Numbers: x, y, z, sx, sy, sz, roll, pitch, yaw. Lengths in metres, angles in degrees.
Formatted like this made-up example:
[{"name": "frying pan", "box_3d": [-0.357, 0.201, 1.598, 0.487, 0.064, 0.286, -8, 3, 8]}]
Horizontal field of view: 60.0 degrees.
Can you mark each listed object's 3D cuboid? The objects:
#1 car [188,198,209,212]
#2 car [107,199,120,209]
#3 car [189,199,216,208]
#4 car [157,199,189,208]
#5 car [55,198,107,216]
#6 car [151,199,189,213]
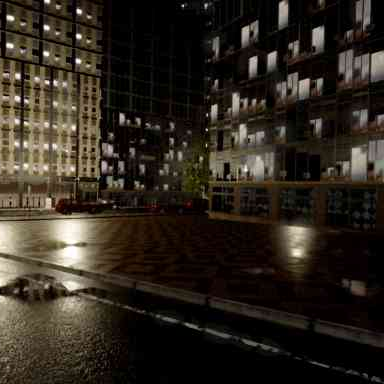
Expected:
[{"name": "car", "box_3d": [1.526, 1.783, 46.419, 5.009, 1.841, 2.192, 1, 1, -34]}, {"name": "car", "box_3d": [-12.283, 1.722, 46.546, 4.403, 1.369, 2.008, 1, 1, -34]}, {"name": "car", "box_3d": [1.768, 1.874, 56.127, 4.313, 1.339, 1.947, 1, 1, -34]}, {"name": "car", "box_3d": [-3.056, 1.786, 52.837, 4.829, 1.417, 1.752, 1, 1, -34]}, {"name": "car", "box_3d": [-12.525, 1.647, 36.839, 5.009, 1.841, 2.192, 1, 1, -34]}, {"name": "car", "box_3d": [-3.163, 1.967, 43.229, 4.507, 1.381, 1.887, 1, 1, -34]}]
